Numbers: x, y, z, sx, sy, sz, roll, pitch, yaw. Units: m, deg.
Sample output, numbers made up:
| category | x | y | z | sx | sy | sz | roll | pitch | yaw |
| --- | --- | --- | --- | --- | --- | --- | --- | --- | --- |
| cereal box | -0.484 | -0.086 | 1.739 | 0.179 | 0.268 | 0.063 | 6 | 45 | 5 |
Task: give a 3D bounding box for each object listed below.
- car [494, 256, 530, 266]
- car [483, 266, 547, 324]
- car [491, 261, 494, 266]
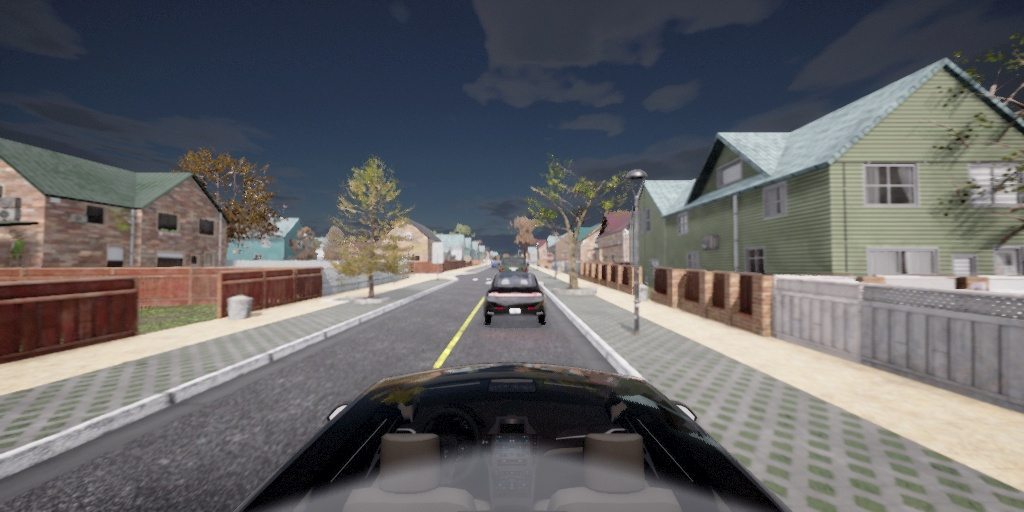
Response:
| category | x | y | z | sx | sy | sz | roll | pitch | yaw |
| --- | --- | --- | --- | --- | --- | --- | --- | --- | --- |
| car | 0.107 | 1.058 | 25.842 | 2.150 | 2.045 | 5.566 | 0 | -1 | 0 |
| car | 0.096 | 1.276 | 12.138 | 2.128 | 1.511 | 4.902 | 0 | 0 | 0 |
| car | -2.730 | 1.530 | 64.652 | 1.882 | 1.535 | 5.008 | 0 | 0 | 1 |
